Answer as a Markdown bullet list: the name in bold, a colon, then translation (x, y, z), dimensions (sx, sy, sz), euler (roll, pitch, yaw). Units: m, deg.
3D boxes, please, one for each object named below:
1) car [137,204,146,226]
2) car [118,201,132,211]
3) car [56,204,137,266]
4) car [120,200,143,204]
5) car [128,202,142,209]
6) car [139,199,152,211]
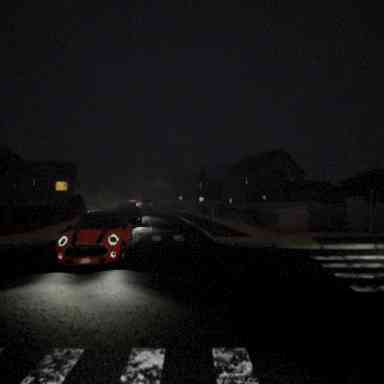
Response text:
- **car**: translation (-4.935, 1.938, 26.933), dimensions (2.033, 1.411, 5.357), euler (0, -1, -9)
- **car**: translation (-11.822, 2.448, 58.379), dimensions (1.882, 1.535, 5.008), euler (0, -1, -17)
- **car**: translation (-3.450, 1.538, 12.476), dimensions (2.097, 1.767, 4.553), euler (-1, 0, -4)
- **car**: translation (-7.901, 2.167, 43.043), dimensions (2.128, 1.511, 4.902), euler (0, -1, -13)
- **car**: translation (-11.159, 2.647, 65.223), dimensions (1.994, 1.385, 4.181), euler (0, -1, -19)
- **car**: translation (-8.010, 2.105, 55.219), dimensions (2.150, 2.045, 5.566), euler (0, -1, -17)
